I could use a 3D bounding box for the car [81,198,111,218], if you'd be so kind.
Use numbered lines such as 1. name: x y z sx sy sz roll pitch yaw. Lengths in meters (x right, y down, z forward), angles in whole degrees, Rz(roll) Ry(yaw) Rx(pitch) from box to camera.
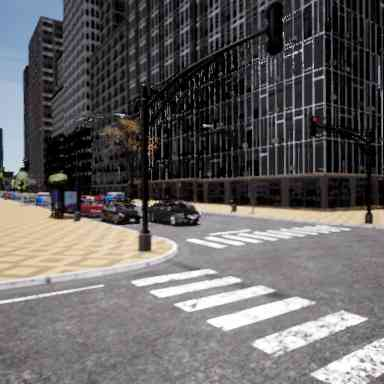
1. car: -8.353 1.437 28.509 1.802 1.307 4.206 0 1 -34

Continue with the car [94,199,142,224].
1. car: -5.160 1.473 23.804 1.947 1.339 4.313 0 1 -34

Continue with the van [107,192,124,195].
1. van: -10.958 0.940 47.373 1.690 1.788 3.998 0 1 -34

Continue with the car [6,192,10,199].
1. car: -40.322 0.767 75.497 1.967 1.590 4.097 0 1 -34

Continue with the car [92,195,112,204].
1. car: -14.165 1.128 52.068 1.802 1.307 4.206 0 1 -34

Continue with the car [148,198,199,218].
1. car: -1.745 1.359 29.308 2.033 1.411 5.357 -1 1 -34

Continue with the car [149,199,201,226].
1. car: -1.303 1.404 22.966 1.837 1.490 4.892 -1 1 -34

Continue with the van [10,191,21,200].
1. van: -37.116 0.722 70.804 1.690 1.788 3.998 0 1 -34

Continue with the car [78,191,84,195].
1. car: -20.578 1.022 61.454 1.802 1.307 4.206 0 1 -34

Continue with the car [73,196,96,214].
1. car: -11.511 1.369 33.234 1.947 1.339 4.313 0 1 -34

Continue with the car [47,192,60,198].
1. car: -33.403 0.776 80.224 2.008 1.369 4.403 0 1 -34

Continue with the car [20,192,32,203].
1. car: -27.498 1.092 56.727 2.008 1.369 4.403 0 1 -34

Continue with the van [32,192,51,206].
1. van: -21.084 0.989 47.339 1.690 1.788 3.998 0 1 -34

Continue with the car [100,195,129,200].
1. car: -6.616 1.320 30.744 1.837 1.490 4.892 -1 1 -34

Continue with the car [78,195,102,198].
1. car: -12.416 1.323 39.249 1.895 1.301 4.718 -1 1 -34
